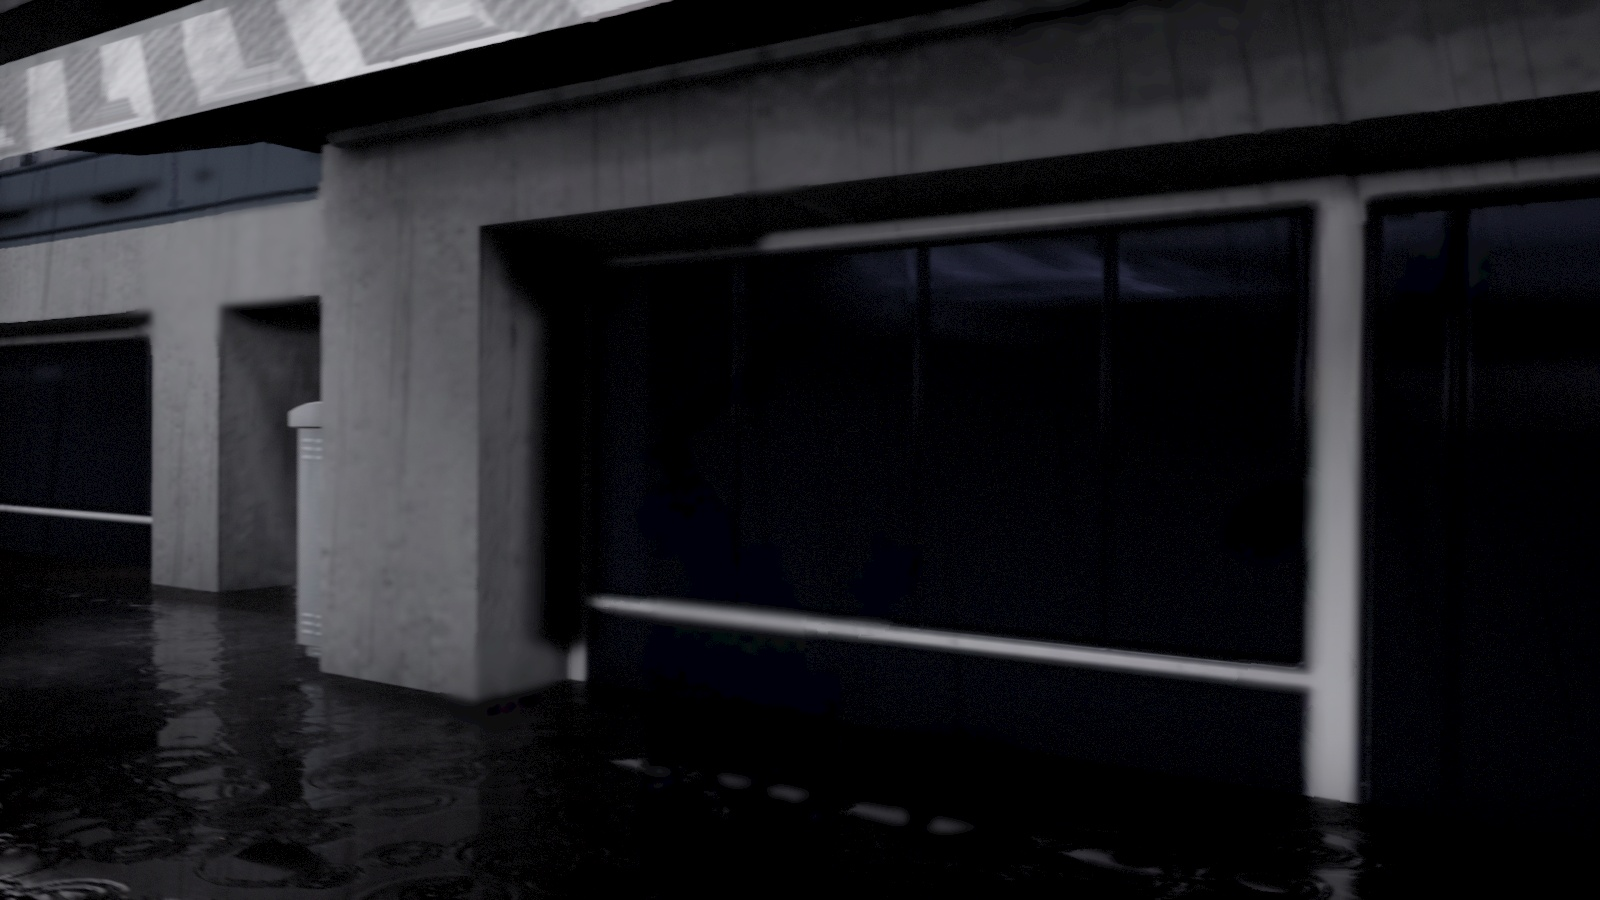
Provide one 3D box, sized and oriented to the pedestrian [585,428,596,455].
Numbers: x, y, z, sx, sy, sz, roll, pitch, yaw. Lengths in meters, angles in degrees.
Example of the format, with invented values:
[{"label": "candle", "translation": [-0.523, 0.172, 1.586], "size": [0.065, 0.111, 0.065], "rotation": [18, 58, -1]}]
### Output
[{"label": "pedestrian", "translation": [-14.091, -0.584, 84.343], "size": [0.354, 1.836, 0.706], "rotation": [0, 1, 31]}]
